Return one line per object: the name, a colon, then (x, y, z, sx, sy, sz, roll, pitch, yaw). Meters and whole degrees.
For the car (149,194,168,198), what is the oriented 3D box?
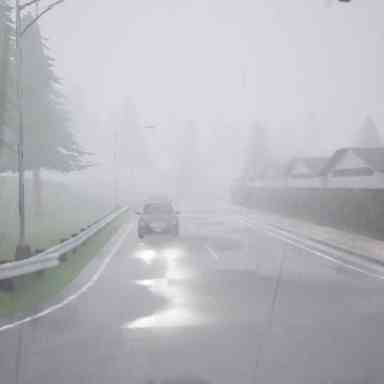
car: (-2.714, 0.983, 26.636, 2.097, 1.767, 4.553, -1, 1, -6)

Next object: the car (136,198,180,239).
car: (-1.685, 1.300, 16.552, 2.128, 1.511, 4.902, -1, 1, -6)

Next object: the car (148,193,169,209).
car: (-3.675, 0.937, 37.001, 2.128, 1.511, 4.902, -1, 1, -3)
